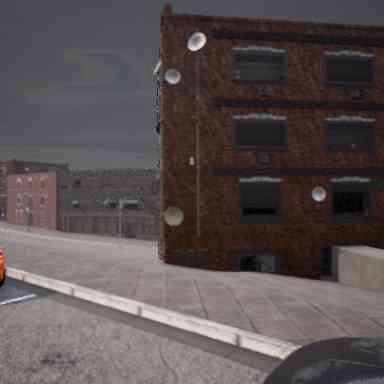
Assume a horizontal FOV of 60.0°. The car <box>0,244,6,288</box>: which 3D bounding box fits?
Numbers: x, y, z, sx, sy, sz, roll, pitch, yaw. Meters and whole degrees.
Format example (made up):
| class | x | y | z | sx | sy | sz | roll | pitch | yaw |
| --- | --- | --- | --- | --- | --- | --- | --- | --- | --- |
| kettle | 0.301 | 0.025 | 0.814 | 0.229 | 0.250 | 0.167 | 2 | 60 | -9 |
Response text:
| class | x | y | z | sx | sy | sz | roll | pitch | yaw |
| --- | --- | --- | --- | --- | --- | --- | --- | --- | --- |
| car | -6.369 | 1.328 | 7.794 | 4.553 | 1.767 | 2.185 | 0 | 0 | 35 |
